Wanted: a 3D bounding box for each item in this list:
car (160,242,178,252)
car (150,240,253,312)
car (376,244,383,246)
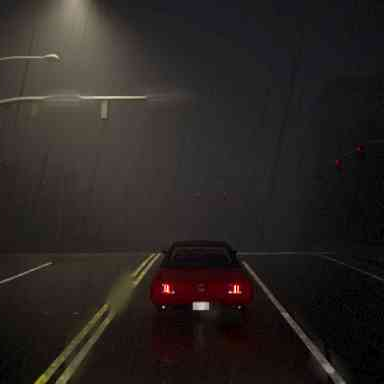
[{"bbox_3d":[-2.918,7.127,42.884,1.895,1.301,4.718,0,-10,1],"label":"car"},{"bbox_3d":[0.195,1.828,8.198,1.895,1.301,4.718,0,-2,1],"label":"car"},{"bbox_3d":[17.311,4.587,26.743,4.902,1.511,2.128,4,-10,1],"label":"car"}]
